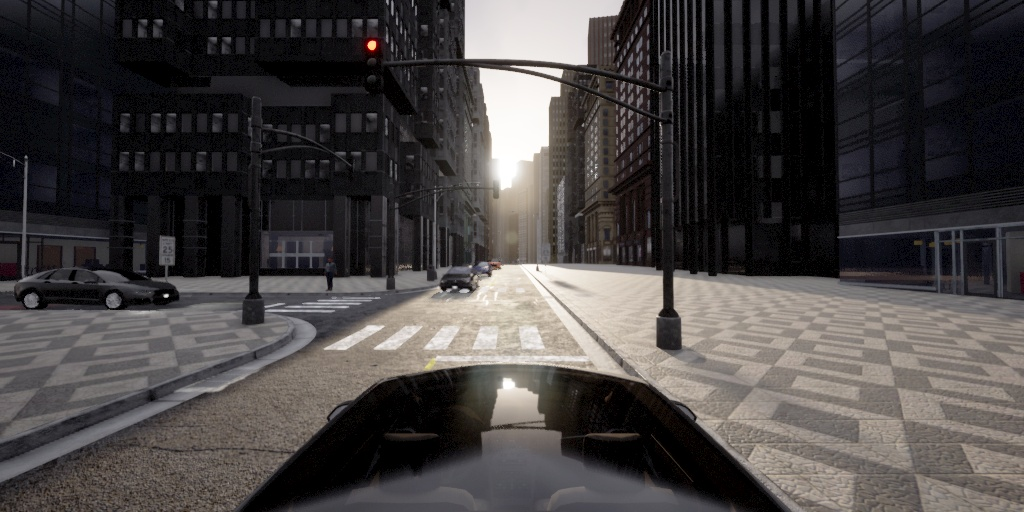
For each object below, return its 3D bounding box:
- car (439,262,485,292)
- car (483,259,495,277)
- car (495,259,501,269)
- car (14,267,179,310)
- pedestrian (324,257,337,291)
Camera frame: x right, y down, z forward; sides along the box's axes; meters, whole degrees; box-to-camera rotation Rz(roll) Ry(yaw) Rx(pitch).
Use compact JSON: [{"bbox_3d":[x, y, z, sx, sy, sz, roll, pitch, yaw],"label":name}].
[{"bbox_3d":[-3.055,1.303,21.861,2.033,1.411,5.357,0,0,0],"label":"car"},{"bbox_3d":[-3.029,1.306,36.467,1.812,1.442,4.674,0,0,0],"label":"car"},{"bbox_3d":[-2.924,1.208,57.692,2.097,1.767,4.553,0,0,1],"label":"car"},{"bbox_3d":[-15.335,1.187,13.402,4.892,1.490,1.837,1,-1,0],"label":"car"},{"bbox_3d":[-9.967,0.974,19.623,0.375,1.860,0.375,0,-1,0],"label":"pedestrian"}]
